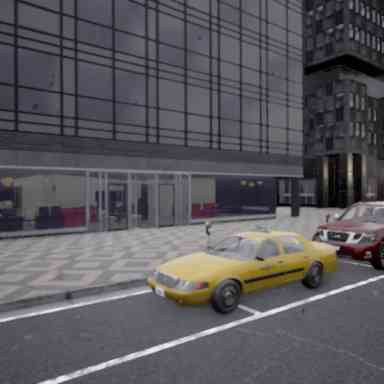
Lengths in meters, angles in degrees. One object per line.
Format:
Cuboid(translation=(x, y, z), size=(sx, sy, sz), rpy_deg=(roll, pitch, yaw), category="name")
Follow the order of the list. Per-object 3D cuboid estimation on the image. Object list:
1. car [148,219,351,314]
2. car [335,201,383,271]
Cuboid(translation=(1.378, 1.490, 7.510), size=(4.829, 1.417, 1.752), rpy_deg=(0, 0, -35), category="car")
Cuboid(translation=(6.107, 1.246, 10.879), size=(5.009, 1.841, 2.192), rpy_deg=(0, 0, -35), category="car")
